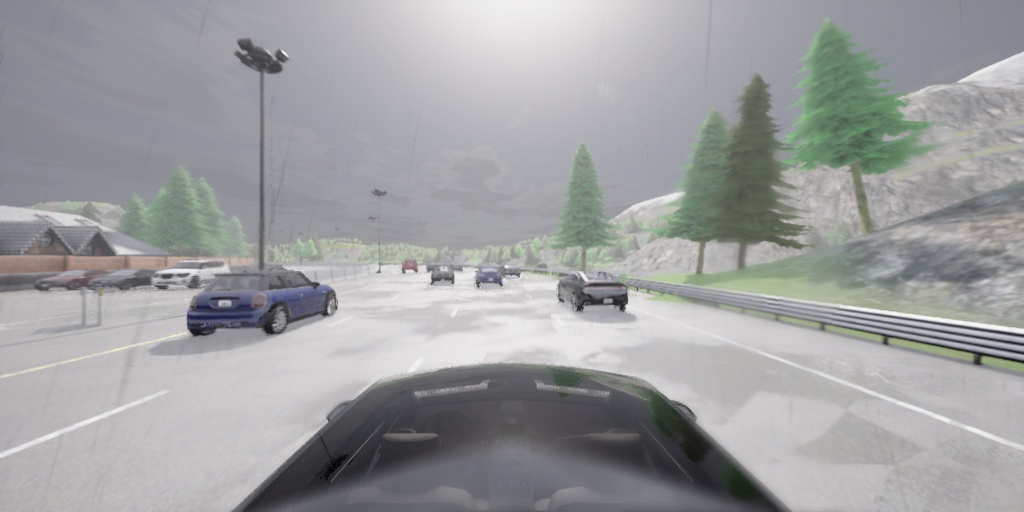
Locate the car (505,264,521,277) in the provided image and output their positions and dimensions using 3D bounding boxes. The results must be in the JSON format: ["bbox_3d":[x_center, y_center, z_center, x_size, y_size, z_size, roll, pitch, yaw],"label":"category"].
[{"bbox_3d":[-0.455,1.602,39.503,2.033,1.411,5.357,0,0,-13],"label":"car"}]

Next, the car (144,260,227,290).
[{"bbox_3d":[-23.167,1.297,26.266,2.150,2.045,5.566,0,0,-9],"label":"car"}]

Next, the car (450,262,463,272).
[{"bbox_3d":[-9.152,1.736,57.230,2.128,1.511,4.902,0,-1,-19],"label":"car"}]

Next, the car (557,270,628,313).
[{"bbox_3d":[3.081,1.327,14.574,2.128,1.511,4.902,0,0,-4],"label":"car"}]

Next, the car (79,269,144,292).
[{"bbox_3d":[-26.524,1.611,24.986,1.812,1.442,4.674,0,-1,-9],"label":"car"}]

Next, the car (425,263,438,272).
[{"bbox_3d":[-12.456,1.759,56.106,1.837,1.490,4.892,0,-1,-19],"label":"car"}]

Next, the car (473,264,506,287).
[{"bbox_3d":[-1.822,1.489,27.094,1.812,1.442,4.674,0,-1,-9],"label":"car"}]

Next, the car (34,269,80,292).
[{"bbox_3d":[-30.082,1.632,25.107,1.812,1.442,4.674,0,0,-9],"label":"car"}]

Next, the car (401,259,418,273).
[{"bbox_3d":[-15.851,1.491,55.415,2.150,2.045,5.566,0,0,-20],"label":"car"}]

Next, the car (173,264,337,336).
[{"bbox_3d":[-7.236,1.216,11.020,2.097,1.767,4.553,0,-1,-3],"label":"car"}]

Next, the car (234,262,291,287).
[{"bbox_3d":[-20.132,1.435,29.169,2.097,1.767,4.553,0,0,-11],"label":"car"}]

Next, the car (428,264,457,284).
[{"bbox_3d":[-5.867,1.614,30.524,1.895,1.301,4.718,0,0,-10],"label":"car"}]
